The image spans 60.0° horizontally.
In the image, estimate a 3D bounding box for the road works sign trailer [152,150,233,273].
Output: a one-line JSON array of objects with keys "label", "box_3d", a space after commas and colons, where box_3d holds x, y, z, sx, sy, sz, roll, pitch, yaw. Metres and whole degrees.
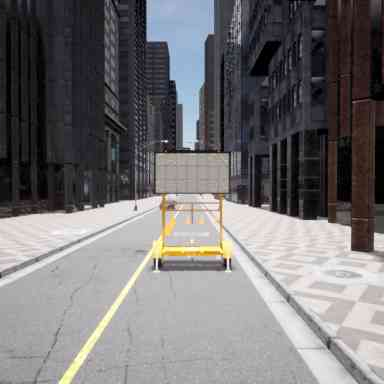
[{"label": "road works sign trailer", "box_3d": [0.009, 0.462, 10.671, 2.380, 3.560, 2.880, 0, 0, 0]}]

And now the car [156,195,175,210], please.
[{"label": "car", "box_3d": [-3.148, 1.489, 42.366, 2.128, 1.511, 4.902, 0, 0, 0]}]
